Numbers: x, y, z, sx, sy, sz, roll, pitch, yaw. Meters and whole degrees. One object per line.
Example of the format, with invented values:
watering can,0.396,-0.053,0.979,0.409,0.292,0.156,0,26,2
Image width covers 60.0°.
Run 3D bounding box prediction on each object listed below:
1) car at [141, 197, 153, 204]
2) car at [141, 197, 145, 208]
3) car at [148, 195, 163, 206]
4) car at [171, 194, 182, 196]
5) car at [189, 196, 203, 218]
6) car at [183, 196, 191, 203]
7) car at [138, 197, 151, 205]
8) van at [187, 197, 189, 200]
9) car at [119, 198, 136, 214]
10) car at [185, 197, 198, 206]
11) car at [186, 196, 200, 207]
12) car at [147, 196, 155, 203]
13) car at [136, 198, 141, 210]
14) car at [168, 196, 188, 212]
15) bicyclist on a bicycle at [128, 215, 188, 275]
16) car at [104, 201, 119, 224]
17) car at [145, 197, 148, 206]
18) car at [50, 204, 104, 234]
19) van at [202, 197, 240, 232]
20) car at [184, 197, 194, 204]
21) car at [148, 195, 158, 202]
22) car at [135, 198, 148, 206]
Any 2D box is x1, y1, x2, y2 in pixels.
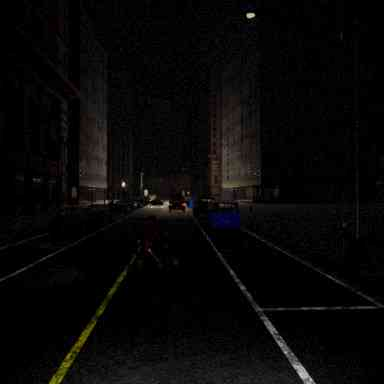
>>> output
car,-9.197,1.736,68.468,1.947,1.339,4.313,1,0,-3
car,-8.105,1.513,46.659,1.967,1.590,4.097,1,0,-3
car,-5.764,1.668,55.106,1.994,1.385,4.181,0,0,-3
car,-2.296,1.304,49.613,2.150,2.045,5.566,0,0,-3
car,1.228,1.347,30.719,2.192,1.841,5.009,1,0,-3
car,-1.227,1.781,79.795,1.887,1.381,4.507,0,0,-3
car,-8.924,1.692,63.016,2.008,1.369,4.403,1,0,-3
van,0.410,1.414,47.079,1.690,1.788,3.998,1,0,-3
car,-7.562,1.594,35.753,2.008,1.369,4.403,1,0,-3
car,-0.137,1.659,57.984,1.887,1.381,4.507,1,0,-3
car,0.136,1.532,52.532,1.967,1.590,4.097,1,0,-3
car,-9.733,1.761,79.203,1.752,1.417,4.829,0,0,-3
car,-7.834,1.608,41.206,2.008,1.369,4.403,1,0,-3
car,-1.790,1.577,39.353,1.812,1.442,4.674,0,0,-3
bicyclist on a bicycle,-0.929,1.456,9.014,1.656,1.620,0.582,-1,0,-3
car,-7.017,1.573,24.847,2.008,1.369,4.403,1,0,-3
car,-8.379,1.637,52.111,1.887,1.381,4.507,1,0,-3
car,-6.744,1.559,19.395,1.887,1.381,4.507,1,0,-3
van,1.773,1.355,19.811,1.690,1.788,3.998,1,0,-3
car,-0.683,1.751,68.889,1.802,1.307,4.206,0,0,-3
car,-10.012,1.589,84.827,2.192,1.841,5.009,0,0,-3
car,-8.652,1.697,57.563,1.802,1.307,4.206,1,0,-3
